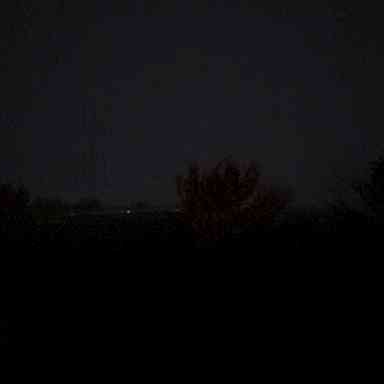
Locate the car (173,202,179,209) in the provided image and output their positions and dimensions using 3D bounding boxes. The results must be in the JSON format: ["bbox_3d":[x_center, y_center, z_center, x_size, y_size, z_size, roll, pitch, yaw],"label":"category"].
[{"bbox_3d":[-1.419,2.313,60.938,1.837,1.490,4.892,-2,-2,36],"label":"car"}]

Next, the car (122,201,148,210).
[{"bbox_3d":[-9.566,2.301,55.815,1.837,1.490,4.892,-2,-1,36],"label":"car"}]

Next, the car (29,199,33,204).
[{"bbox_3d":[-21.468,1.800,39.320,2.150,2.045,5.566,-2,-2,36],"label":"car"}]

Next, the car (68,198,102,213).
[{"bbox_3d":[-15.506,1.911,47.601,2.150,2.045,5.566,-2,-2,36],"label":"car"}]
